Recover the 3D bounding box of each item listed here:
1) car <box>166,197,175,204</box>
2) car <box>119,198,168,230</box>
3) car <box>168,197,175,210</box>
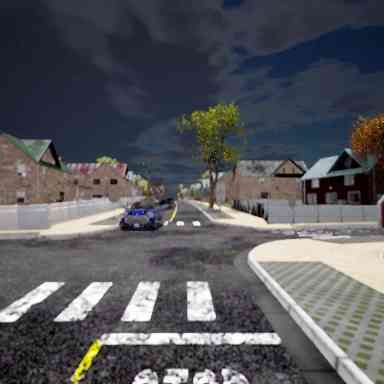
[{"bbox_3d":[-4.744,1.939,73.464,1.812,1.442,4.674,0,-1,-3],"label":"car"},{"bbox_3d":[-3.100,1.368,21.636,2.097,1.767,4.553,0,-1,4],"label":"car"},{"bbox_3d":[-3.620,1.730,46.832,1.812,1.442,4.674,0,0,-2],"label":"car"}]
